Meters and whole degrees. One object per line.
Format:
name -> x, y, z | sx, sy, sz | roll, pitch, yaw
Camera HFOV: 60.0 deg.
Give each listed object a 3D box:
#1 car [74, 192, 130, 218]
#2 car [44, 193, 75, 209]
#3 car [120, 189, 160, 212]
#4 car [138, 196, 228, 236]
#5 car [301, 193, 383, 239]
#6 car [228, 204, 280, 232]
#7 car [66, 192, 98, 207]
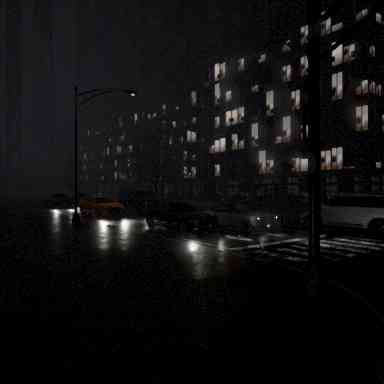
car -> -6.977, 1.044, 25.374 | 1.882, 1.535, 5.008 | 0, 1, -38
car -> -13.663, 0.870, 33.925 | 1.837, 1.490, 4.892 | 0, 2, -38
car -> -4.086, 0.796, 26.954 | 2.150, 2.045, 5.566 | 0, 1, -38
car -> -0.661, 1.231, 17.325 | 1.882, 1.535, 5.008 | 0, 1, -37
car -> 8.309, 1.077, 16.772 | 2.150, 2.045, 5.566 | 0, 1, -38
car -> 2.508, 1.368, 18.580 | 1.895, 1.301, 4.718 | 0, 1, -39
car -> -12.638, 0.795, 37.899 | 1.882, 1.535, 5.008 | 0, 1, -38
